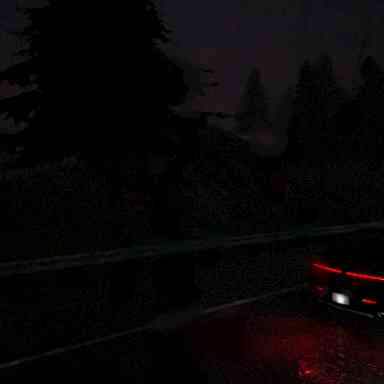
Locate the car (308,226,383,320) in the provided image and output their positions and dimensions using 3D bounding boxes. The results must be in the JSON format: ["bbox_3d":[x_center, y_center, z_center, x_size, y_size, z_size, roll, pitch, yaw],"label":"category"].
[{"bbox_3d":[4.427,1.457,6.807,4.892,1.490,1.837,-1,1,-34],"label":"car"}]
